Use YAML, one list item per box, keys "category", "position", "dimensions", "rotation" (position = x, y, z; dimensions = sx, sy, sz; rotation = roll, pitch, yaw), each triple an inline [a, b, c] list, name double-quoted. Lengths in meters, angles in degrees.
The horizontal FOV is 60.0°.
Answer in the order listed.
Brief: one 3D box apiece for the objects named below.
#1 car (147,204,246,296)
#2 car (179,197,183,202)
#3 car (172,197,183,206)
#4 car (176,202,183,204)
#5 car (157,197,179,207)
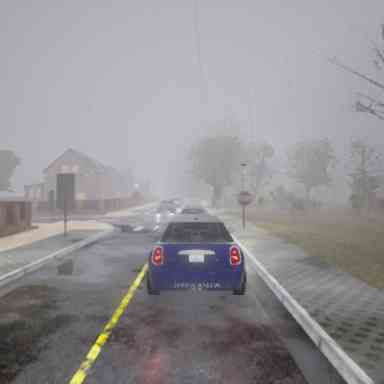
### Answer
- category: "car"
  position: [0.095, 1.365, 8.839]
  dimensions: [2.097, 1.767, 4.553]
  rotation: [0, 0, 0]
- category: "car"
  position: [-2.794, 1.663, 50.509]
  dimensions: [1.812, 1.442, 4.674]
  rotation: [0, 0, 0]
- category: "car"
  position: [-2.725, 1.698, 63.665]
  dimensions: [1.837, 1.490, 4.892]
  rotation: [0, 1, 1]
- category: "car"
  position: [0.098, 1.586, 20.564]
  dimensions: [2.033, 1.411, 5.357]
  rotation: [0, 0, 0]
- category: "car"
  position: [-2.875, 1.618, 38.437]
  dimensions: [1.812, 1.442, 4.674]
  rotation: [0, 0, 2]
